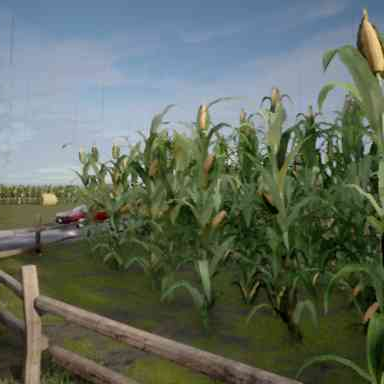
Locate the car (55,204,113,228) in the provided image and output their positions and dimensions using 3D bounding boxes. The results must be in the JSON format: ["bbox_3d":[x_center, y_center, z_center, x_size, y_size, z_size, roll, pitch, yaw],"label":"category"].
[{"bbox_3d":[-7.148,1.571,23.206,1.882,1.535,5.008,1,0,28],"label":"car"}]
